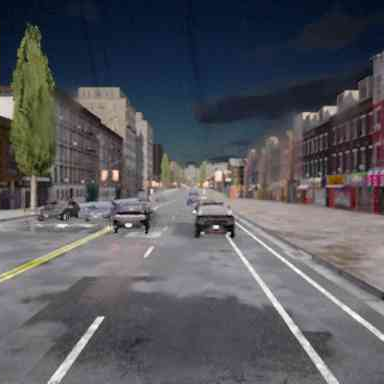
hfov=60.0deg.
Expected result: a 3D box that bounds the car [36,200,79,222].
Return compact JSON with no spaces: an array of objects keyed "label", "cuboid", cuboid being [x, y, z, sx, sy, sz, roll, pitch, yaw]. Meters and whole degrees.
[{"label":"car","cuboid":[-9.720,1.357,24.678,1.837,1.490,4.892,0,0,0]}]

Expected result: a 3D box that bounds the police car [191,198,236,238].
[{"label":"police car","cuboid":[1.063,1.316,17.112,1.930,1.638,5.238,0,0,0]}]

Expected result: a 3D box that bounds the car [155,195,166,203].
[{"label":"car","cuboid":[-6.167,1.316,66.042,1.882,1.535,5.008,0,0,1]}]

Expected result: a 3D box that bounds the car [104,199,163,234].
[{"label":"car","cuboid":[-3.057,1.375,18.529,2.128,1.511,4.902,0,0,0]}]

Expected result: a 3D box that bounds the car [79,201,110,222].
[{"label":"car","cuboid":[-6.471,1.377,24.628,1.812,1.442,4.674,0,0,0]}]

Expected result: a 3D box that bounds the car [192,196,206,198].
[{"label":"car","cuboid":[1.117,1.343,27.003,1.837,1.490,4.892,0,0,0]}]

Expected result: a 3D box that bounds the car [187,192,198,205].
[{"label":"car","cuboid":[0.277,1.149,51.793,2.097,1.767,4.553,0,0,0]}]

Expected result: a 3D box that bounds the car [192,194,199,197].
[{"label":"car","cuboid":[1.150,1.270,33.194,1.801,1.575,5.366,0,0,0]}]

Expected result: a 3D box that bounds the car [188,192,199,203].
[{"label":"car","cuboid":[0.371,1.085,69.082,2.150,2.045,5.566,0,0,0]}]

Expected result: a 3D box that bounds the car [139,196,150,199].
[{"label":"car","cuboid":[-9.415,1.400,66.069,1.994,1.385,4.181,0,0,1]}]
